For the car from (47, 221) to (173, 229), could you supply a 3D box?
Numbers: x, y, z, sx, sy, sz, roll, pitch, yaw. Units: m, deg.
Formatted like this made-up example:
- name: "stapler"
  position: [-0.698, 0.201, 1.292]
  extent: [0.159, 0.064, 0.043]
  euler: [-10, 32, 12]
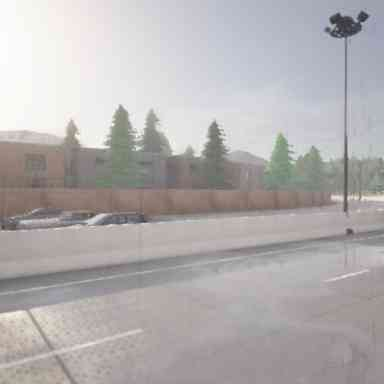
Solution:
- name: "car"
  position: [-3.284, 1.563, 14.458]
  extent: [5.357, 1.411, 2.033]
  euler: [0, 0, -35]

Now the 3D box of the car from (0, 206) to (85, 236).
- name: "car"
  position: [-8.622, 1.577, 19.273]
  extent: [4.181, 1.385, 1.994]
  euler: [0, 0, -35]

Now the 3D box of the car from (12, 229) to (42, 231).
- name: "car"
  position: [-6.139, 1.614, 16.736]
  extent: [4.718, 1.301, 1.895]
  euler: [0, 0, -35]
